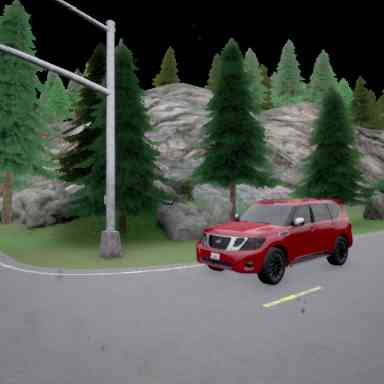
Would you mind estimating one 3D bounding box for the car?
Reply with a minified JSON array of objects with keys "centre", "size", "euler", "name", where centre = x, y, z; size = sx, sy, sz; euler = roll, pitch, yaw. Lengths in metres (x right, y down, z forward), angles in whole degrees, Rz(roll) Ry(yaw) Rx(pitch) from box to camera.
[{"centre":[2.696,1.225,9.937],"size":[5.566,2.045,2.150],"euler":[0,0,-40],"name":"car"}]
